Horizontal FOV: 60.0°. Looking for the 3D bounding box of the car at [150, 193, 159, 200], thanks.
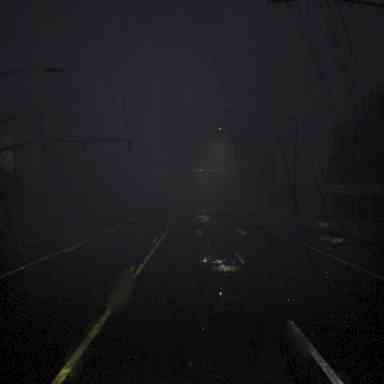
[{"bbox_3d":[-10.488,1.245,93.991,2.150,2.045,5.566,0,0,0],"label":"car"}]
